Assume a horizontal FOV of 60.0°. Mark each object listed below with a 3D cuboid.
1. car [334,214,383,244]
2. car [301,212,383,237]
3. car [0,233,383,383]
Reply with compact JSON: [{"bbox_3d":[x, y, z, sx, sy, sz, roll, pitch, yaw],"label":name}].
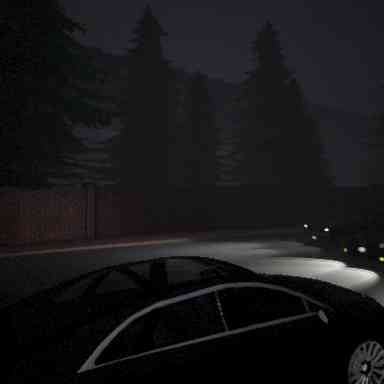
[{"bbox_3d":[6.955,1.517,10.362,4.181,1.385,1.994,0,0,-15],"label":"car"},{"bbox_3d":[7.155,1.544,14.135,4.718,1.301,1.895,0,0,-13],"label":"car"},{"bbox_3d":[0.148,1.482,3.525,4.902,1.511,2.128,0,0,-32],"label":"car"}]
